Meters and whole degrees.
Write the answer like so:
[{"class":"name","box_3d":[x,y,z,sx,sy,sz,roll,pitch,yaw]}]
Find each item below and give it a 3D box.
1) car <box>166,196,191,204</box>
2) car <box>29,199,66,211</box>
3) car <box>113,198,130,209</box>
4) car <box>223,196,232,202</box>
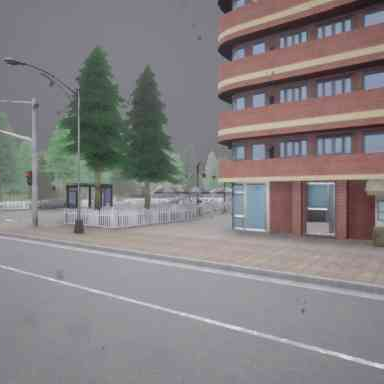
[{"class":"car","box_3d":[-2.295,1.470,56.868,4.674,1.442,1.812,0,0,-40]},{"class":"car","box_3d":[-16.841,1.508,39.164,1.994,1.385,4.181,0,0,36]},{"class":"car","box_3d":[-9.978,1.470,42.738,1.812,1.442,4.674,0,0,36]},{"class":"car","box_3d":[7.699,1.295,59.540,4.553,1.767,2.097,0,0,-28]}]
